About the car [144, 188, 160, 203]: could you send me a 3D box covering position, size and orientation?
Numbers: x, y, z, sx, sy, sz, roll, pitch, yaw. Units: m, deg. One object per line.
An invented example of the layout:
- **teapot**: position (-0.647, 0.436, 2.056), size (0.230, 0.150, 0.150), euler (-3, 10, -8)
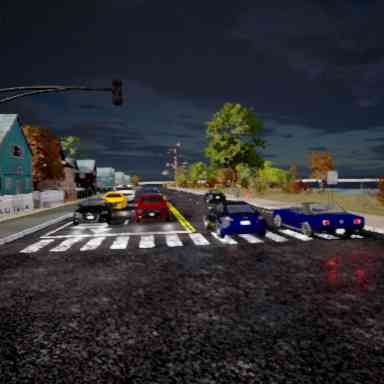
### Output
- **car**: position (-4.957, 0.381, 40.983), size (1.882, 1.535, 5.008), euler (-1, 2, -7)

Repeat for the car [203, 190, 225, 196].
- **car**: position (2.354, 0.462, 35.784), size (1.994, 1.385, 4.181), euler (-1, 2, -7)

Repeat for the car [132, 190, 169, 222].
- **car**: position (-2.491, 0.907, 20.856), size (1.882, 1.535, 5.008), euler (-1, 2, -6)

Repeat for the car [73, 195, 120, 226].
- **car**: position (-5.577, 1.102, 19.343), size (1.994, 1.385, 4.181), euler (-1, 2, -8)

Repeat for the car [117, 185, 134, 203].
- **car**: position (-8.119, 0.218, 40.042), size (2.150, 2.045, 5.566), euler (-1, 2, -7)

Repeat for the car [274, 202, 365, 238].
- **car**: position (5.090, 1.064, 14.219), size (1.895, 1.301, 4.718), euler (-1, 2, -7)

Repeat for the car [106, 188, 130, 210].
- **car**: position (-6.849, 0.749, 29.496), size (1.882, 1.535, 5.008), euler (-1, 2, -7)

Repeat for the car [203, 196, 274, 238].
- **car**: position (1.765, 1.086, 14.606), size (1.994, 1.385, 4.181), euler (-1, 2, -7)
